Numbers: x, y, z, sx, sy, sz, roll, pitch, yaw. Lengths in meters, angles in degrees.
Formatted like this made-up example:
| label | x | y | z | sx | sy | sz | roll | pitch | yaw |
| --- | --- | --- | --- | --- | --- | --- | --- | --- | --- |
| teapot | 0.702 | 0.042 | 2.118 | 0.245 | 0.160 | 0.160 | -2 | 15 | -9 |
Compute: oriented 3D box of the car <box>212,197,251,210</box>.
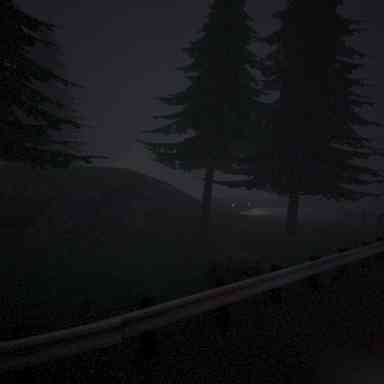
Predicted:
| label | x | y | z | sx | sy | sz | roll | pitch | yaw |
| --- | --- | --- | --- | --- | --- | --- | --- | --- | --- |
| car | 5.220 | 1.485 | 44.013 | 4.892 | 1.490 | 1.837 | 0 | 0 | 36 |

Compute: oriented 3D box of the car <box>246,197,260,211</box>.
| label | x | y | z | sx | sy | sz | roll | pitch | yaw |
| --- | --- | --- | --- | --- | --- | --- | --- | --- | --- |
| car | 5.261 | 1.342 | 39.671 | 4.553 | 1.767 | 2.097 | 0 | 0 | 36 |

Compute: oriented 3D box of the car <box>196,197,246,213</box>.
| label | x | y | z | sx | sy | sz | roll | pitch | yaw |
| --- | --- | --- | --- | --- | --- | --- | --- | --- | --- |
| car | 3.188 | 1.342 | 36.850 | 4.553 | 1.767 | 2.097 | 0 | 0 | 36 |

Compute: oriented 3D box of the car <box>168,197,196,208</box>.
| label | x | y | z | sx | sy | sz | roll | pitch | yaw |
| --- | --- | --- | --- | --- | --- | --- | --- | --- | --- |
| car | -1.051 | 1.536 | 52.870 | 4.718 | 1.301 | 1.895 | 0 | 0 | 36 |

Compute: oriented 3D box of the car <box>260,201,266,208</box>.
| label | x | y | z | sx | sy | sz | roll | pitch | yaw |
| --- | --- | --- | --- | --- | --- | --- | --- | --- | --- |
| car | 7.898 | 1.475 | 46.398 | 4.902 | 1.511 | 2.128 | 0 | 0 | 36 |
